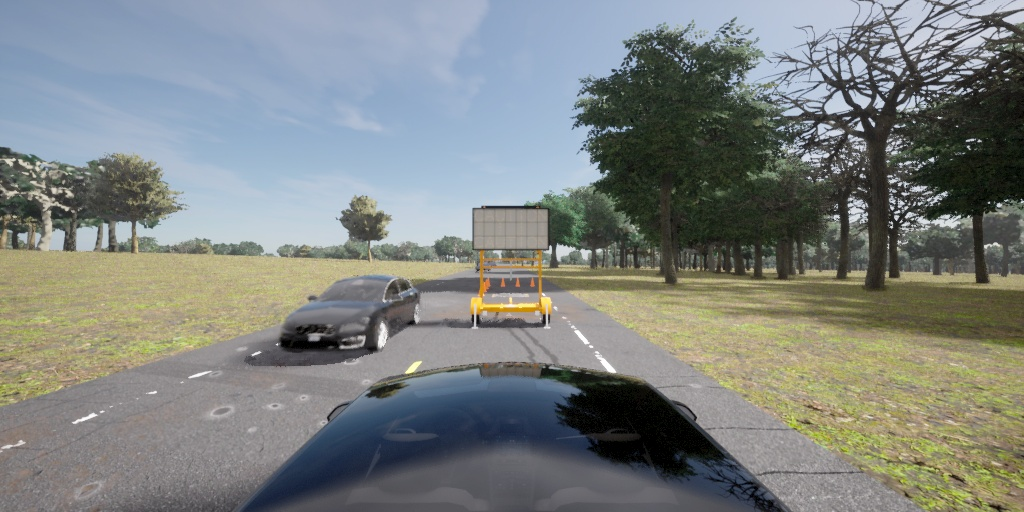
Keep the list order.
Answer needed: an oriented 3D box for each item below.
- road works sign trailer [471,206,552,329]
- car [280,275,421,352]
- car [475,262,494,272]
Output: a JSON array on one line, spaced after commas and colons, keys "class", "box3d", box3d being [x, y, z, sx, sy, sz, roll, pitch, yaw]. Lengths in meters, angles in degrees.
[{"class": "road works sign trailer", "box3d": [-0.035, 0.226, 11.313, 2.380, 3.560, 2.880, 0, 0, 0]}, {"class": "car", "box3d": [-3.631, 1.262, 8.985, 1.837, 1.490, 4.892, 0, 0, 0]}, {"class": "car", "box3d": [-4.037, 1.542, 50.489, 1.994, 1.385, 4.181, 0, 0, -1]}]
